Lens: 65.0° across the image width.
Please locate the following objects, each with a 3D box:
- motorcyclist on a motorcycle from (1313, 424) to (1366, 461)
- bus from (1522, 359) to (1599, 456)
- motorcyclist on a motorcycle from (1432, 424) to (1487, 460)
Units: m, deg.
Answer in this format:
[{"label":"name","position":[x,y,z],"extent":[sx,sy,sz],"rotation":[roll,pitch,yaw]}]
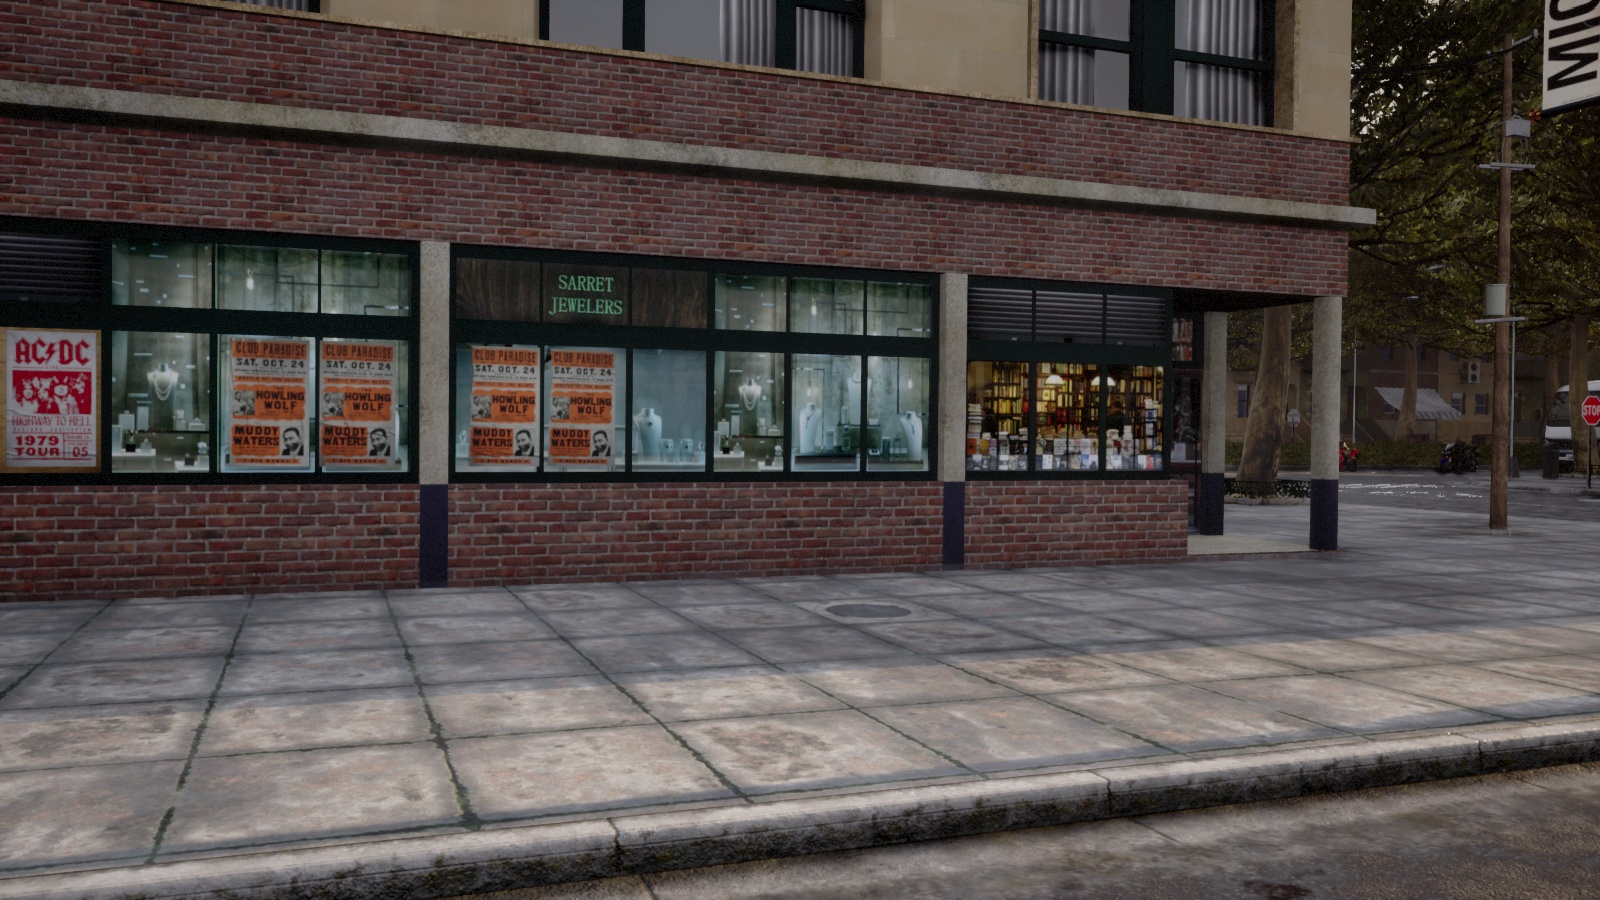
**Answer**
[{"label":"motorcyclist on a motorcycle","position":[22.523,-0.316,52.435],"extent":[2.044,1.523,0.797],"rotation":[-1,1,-22]},{"label":"bus","position":[39.354,-1.961,58.861],"extent":[10.273,4.253,3.944],"rotation":[-1,1,-21]},{"label":"motorcyclist on a motorcycle","position":[28.802,-0.371,54.854],"extent":[2.191,1.530,0.866],"rotation":[-1,1,-21]}]
